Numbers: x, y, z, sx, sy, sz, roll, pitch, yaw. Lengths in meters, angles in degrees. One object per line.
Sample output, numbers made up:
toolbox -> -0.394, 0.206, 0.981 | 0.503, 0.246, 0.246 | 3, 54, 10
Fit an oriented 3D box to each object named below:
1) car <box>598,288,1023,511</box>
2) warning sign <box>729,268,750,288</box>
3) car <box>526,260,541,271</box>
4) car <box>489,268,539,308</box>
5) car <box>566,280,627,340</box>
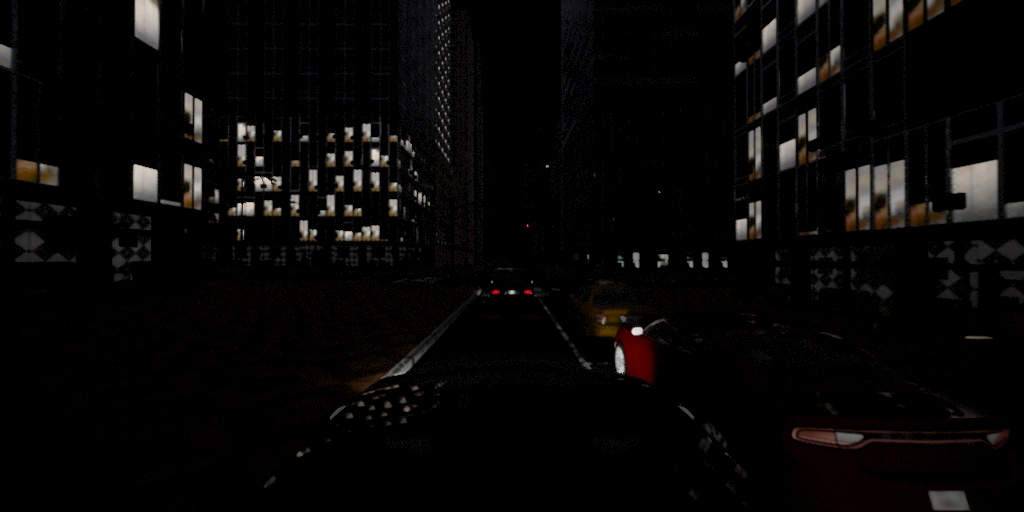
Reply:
car -> 2.565, 1.319, 4.330 | 1.888, 1.381, 4.507 | 0, 0, 0
warning sign -> 17.256, 1.440, 27.202 | 1.060, 1.860, 1.300 | 0, 0, -3
car -> 3.856, 1.877, 60.984 | 1.948, 1.339, 4.313 | 0, 0, 0
car -> -0.002, 1.428, 15.836 | 2.033, 1.411, 5.357 | 0, 0, 0
car -> 2.564, 1.351, 10.052 | 1.751, 1.417, 4.829 | 0, 0, 0
